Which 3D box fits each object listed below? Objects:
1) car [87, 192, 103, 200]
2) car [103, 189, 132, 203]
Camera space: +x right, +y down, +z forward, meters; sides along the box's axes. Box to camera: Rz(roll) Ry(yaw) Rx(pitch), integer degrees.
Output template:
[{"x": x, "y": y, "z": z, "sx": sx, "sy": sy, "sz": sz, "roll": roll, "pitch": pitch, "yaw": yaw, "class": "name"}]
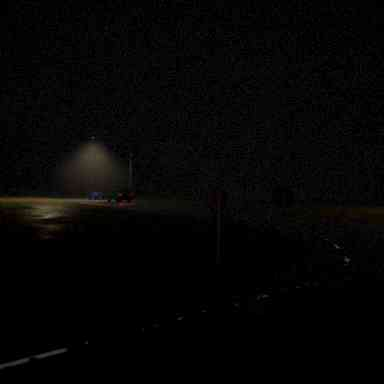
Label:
[{"x": -17.287, "y": 0.683, "z": 59.749, "sx": 1.812, "sy": 1.442, "sz": 4.674, "roll": 2, "pitch": 0, "yaw": -36, "class": "car"}, {"x": -11.246, "y": 0.579, "z": 51.294, "sx": 2.150, "sy": 2.045, "sz": 5.566, "roll": 2, "pitch": 0, "yaw": -36, "class": "car"}]
